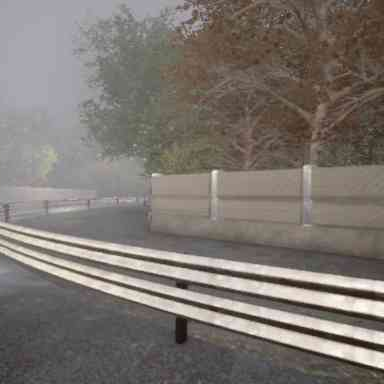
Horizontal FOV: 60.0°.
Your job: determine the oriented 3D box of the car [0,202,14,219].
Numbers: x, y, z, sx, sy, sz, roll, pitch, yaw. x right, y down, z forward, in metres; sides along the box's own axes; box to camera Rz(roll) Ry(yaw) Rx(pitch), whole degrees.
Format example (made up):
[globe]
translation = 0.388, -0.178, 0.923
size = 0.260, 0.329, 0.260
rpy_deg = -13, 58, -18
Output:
[car]
translation = -16.016, 1.498, 26.846
size = 1.882, 1.535, 5.008
rpy_deg = 0, 0, -10
